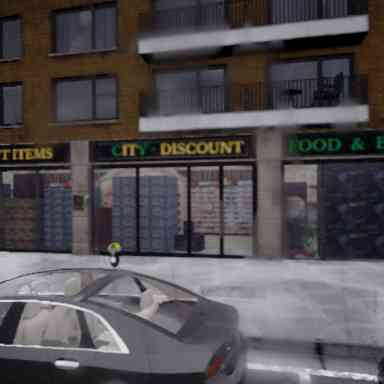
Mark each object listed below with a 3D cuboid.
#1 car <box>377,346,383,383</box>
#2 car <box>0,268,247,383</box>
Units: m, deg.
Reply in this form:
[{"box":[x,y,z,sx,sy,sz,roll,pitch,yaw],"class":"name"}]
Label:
[{"box":[3.807,1.492,2.404,4.313,1.339,1.947,-1,1,12],"class":"car"},{"box":[-1.649,1.565,3.600,4.403,1.369,2.008,-1,1,12],"class":"car"}]
